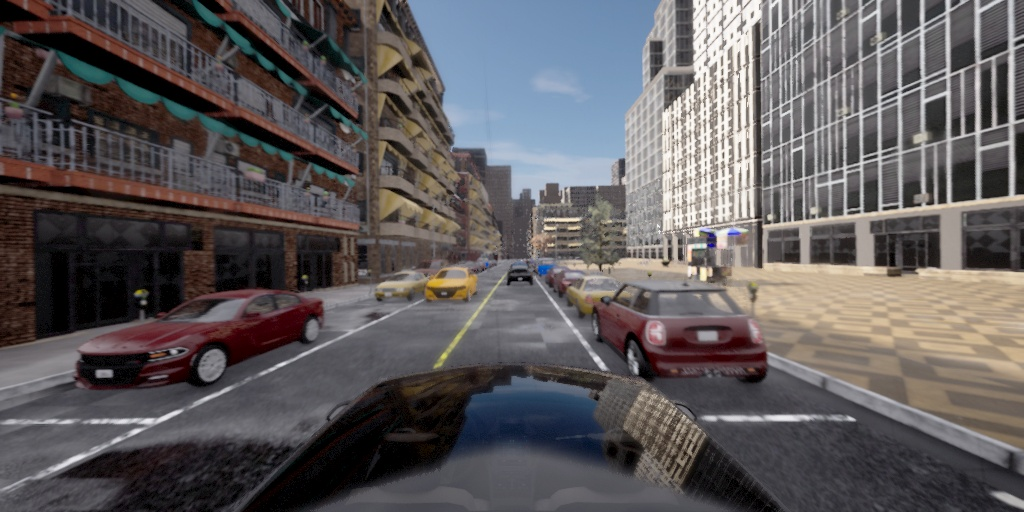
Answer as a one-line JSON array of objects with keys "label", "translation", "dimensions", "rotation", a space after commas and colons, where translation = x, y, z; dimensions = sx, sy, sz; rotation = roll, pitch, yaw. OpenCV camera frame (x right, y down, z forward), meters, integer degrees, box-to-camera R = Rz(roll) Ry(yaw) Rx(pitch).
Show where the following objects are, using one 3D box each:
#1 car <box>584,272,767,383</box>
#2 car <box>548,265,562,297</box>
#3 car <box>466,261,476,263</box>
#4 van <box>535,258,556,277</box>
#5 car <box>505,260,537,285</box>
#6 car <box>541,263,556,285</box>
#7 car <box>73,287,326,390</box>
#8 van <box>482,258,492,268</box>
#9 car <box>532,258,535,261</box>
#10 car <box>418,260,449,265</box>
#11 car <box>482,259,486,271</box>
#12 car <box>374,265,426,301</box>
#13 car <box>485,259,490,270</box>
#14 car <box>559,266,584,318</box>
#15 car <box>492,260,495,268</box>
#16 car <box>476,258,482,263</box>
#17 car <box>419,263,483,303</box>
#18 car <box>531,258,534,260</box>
[{"label": "car", "translation": [2.825, 1.158, 7.012], "dimensions": [1.967, 1.591, 4.097], "rotation": [0, 0, 1]}, {"label": "car", "translation": [3.040, 1.312, 18.064], "dimensions": [1.802, 1.307, 4.207], "rotation": [0, 0, 1]}, {"label": "car", "translation": [-5.015, 1.415, 34.804], "dimensions": [2.007, 1.370, 4.403], "rotation": [0, 0, 1]}, {"label": "van", "translation": [3.363, 1.093, 34.640], "dimensions": [1.690, 1.789, 3.998], "rotation": [0, 0, 1]}, {"label": "car", "translation": [0.587, 1.280, 26.232], "dimensions": [1.837, 1.490, 4.892], "rotation": [-1, 0, 1]}, {"label": "car", "translation": [3.147, 1.319, 23.589], "dimensions": [1.802, 1.307, 4.207], "rotation": [0, 0, 1]}, {"label": "car", "translation": [-5.553, 1.376, 7.176], "dimensions": [1.888, 1.381, 4.507], "rotation": [0, 0, 1]}, {"label": "van", "translation": [-4.586, 1.246, 56.906], "dimensions": [1.690, 1.789, 3.998], "rotation": [0, 0, 1]}, {"label": "car", "translation": [3.473, 1.286, 40.335], "dimensions": [1.751, 1.417, 4.829], "rotation": [0, 0, 1]}, {"label": "car", "translation": [-5.231, 1.164, 23.752], "dimensions": [2.192, 1.841, 5.009], "rotation": [0, 0, 1]}, {"label": "car", "translation": [-4.801, 1.449, 45.854], "dimensions": [1.948, 1.339, 4.313], "rotation": [0, 0, 1]}, {"label": "car", "translation": [-5.341, 1.368, 18.057], "dimensions": [1.751, 1.417, 4.829], "rotation": [0, 0, 1]}, {"label": "car", "translation": [-4.694, 1.439, 51.379], "dimensions": [1.888, 1.381, 4.507], "rotation": [0, 0, 1]}, {"label": "car", "translation": [2.936, 1.250, 12.708], "dimensions": [1.751, 1.417, 4.829], "rotation": [0, 0, 1]}, {"label": "car", "translation": [-4.479, 1.499, 62.430], "dimensions": [1.802, 1.307, 4.207], "rotation": [0, 0, 1]}, {"label": "car", "translation": [-4.908, 1.313, 40.328], "dimensions": [1.967, 1.591, 4.097], "rotation": [0, 0, 1]}, {"label": "car", "translation": [-2.764, 1.285, 17.351], "dimensions": [1.882, 1.535, 5.008], "rotation": [-1, 0, 1]}, {"label": "car", "translation": [3.577, 1.336, 45.691], "dimensions": [1.948, 1.339, 4.313], "rotation": [0, 0, 1]}]
